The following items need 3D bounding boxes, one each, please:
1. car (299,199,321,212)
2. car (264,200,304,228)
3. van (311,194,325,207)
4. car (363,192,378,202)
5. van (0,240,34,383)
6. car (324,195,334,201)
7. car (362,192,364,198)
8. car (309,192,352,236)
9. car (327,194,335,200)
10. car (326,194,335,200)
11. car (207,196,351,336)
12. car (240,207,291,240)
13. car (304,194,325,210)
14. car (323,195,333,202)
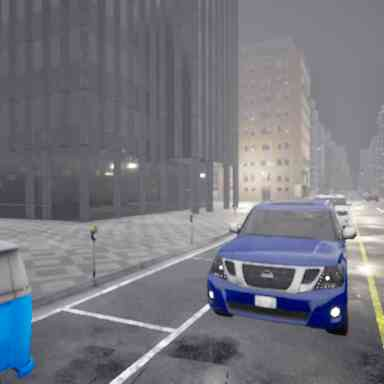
[{"bbox_3d":[13.564,1.497,38.052,1.947,1.339,4.313,0,0,25],"label":"car"},{"bbox_3d":[6.399,1.407,22.724,1.967,1.590,4.097,0,0,25],"label":"car"},{"bbox_3d":[18.341,1.246,48.271,1.690,1.788,3.998,0,0,25],"label":"van"},{"bbox_3d":[37.494,1.095,69.109,2.192,1.841,5.009,0,0,25],"label":"car"},{"bbox_3d":[-3.155,1.345,2.287,1.690,1.788,3.998,0,0,25],"label":"van"},{"bbox_3d":[32.177,1.327,77.869,1.947,1.339,4.313,0,0,25],"label":"car"},{"bbox_3d":[42.284,1.270,79.359,1.887,1.381,4.507,0,0,25],"label":"car"},{"bbox_3d":[8.649,1.189,20.788,2.150,2.045,5.566,0,0,25],"label":"car"},{"bbox_3d":[36.894,1.232,87.960,1.752,1.417,4.829,0,0,25],"label":"car"},{"bbox_3d":[34.499,1.260,82.837,1.752,1.417,4.829,0,0,25],"label":"car"},{"bbox_3d":[2.216,1.214,7.260,2.150,2.045,5.566,0,0,25],"label":"car"},{"bbox_3d":[4.011,1.561,17.614,1.802,1.307,4.206,0,0,25],"label":"car"},{"bbox_3d":[15.952,1.234,43.161,2.192,1.841,5.009,0,0,25],"label":"car"},{"bbox_3d":[29.710,1.314,72.591,1.752,1.417,4.829,0,0,25],"label":"car"}]
